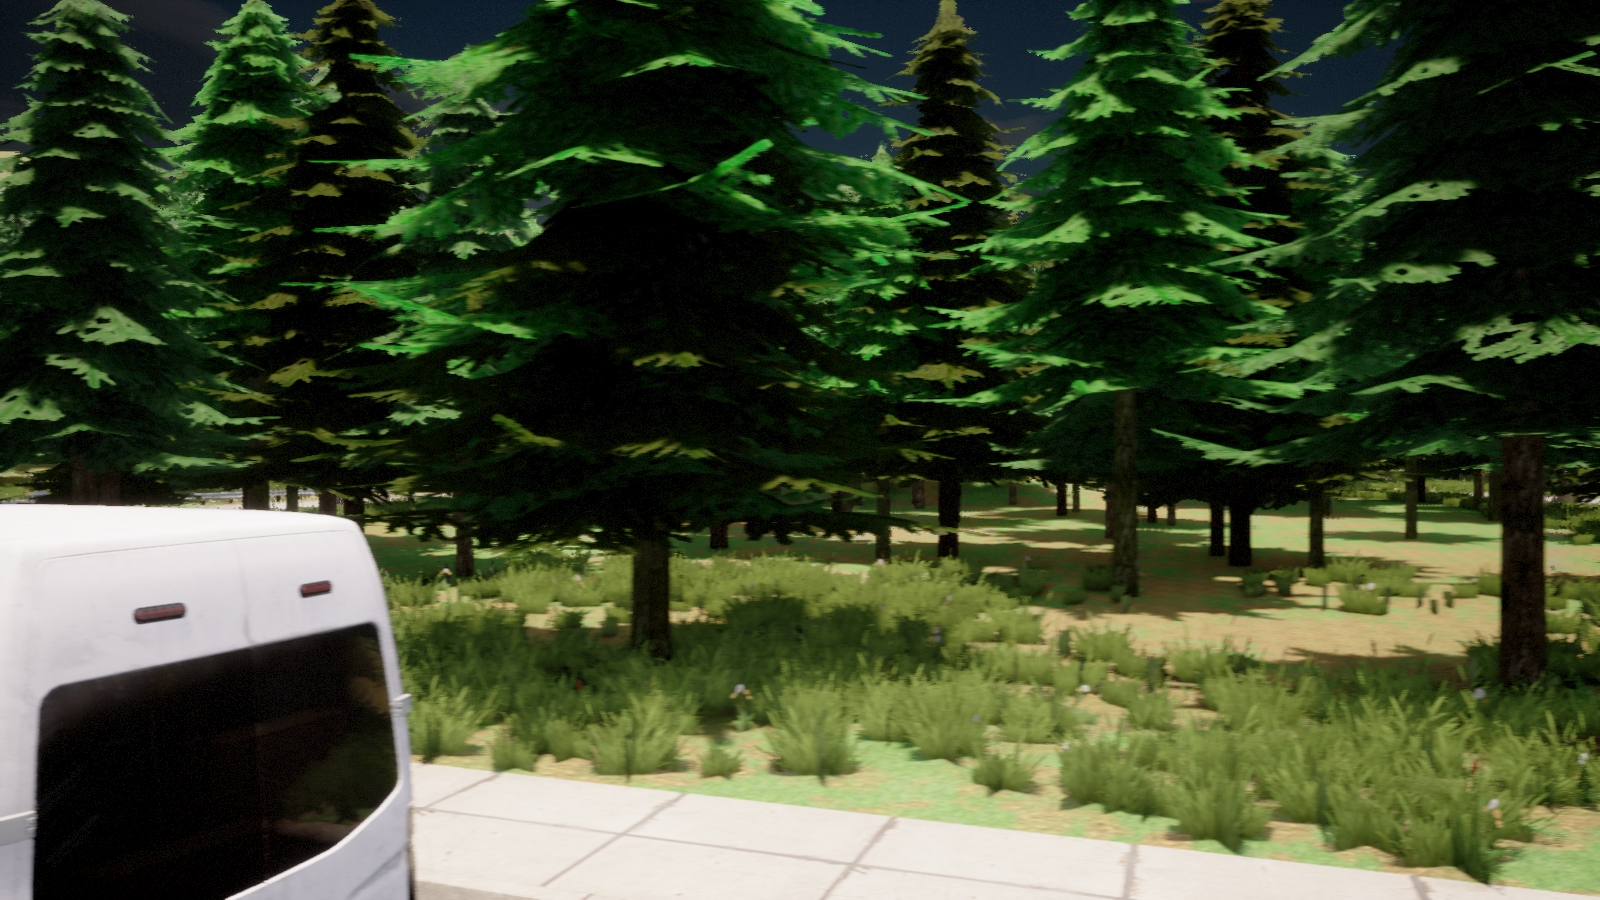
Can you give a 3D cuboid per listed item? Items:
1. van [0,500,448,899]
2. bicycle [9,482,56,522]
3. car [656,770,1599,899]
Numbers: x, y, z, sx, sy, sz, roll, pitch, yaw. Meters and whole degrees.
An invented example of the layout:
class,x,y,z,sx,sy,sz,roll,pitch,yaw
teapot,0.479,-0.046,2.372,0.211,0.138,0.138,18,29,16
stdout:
class,x,y,z,sx,sy,sz,roll,pitch,yaw
van,-4.638,1.535,4.995,5.915,2.561,1.988,0,0,20
bicycle,-30.332,2.034,45.172,0.373,1.496,1.643,0,0,19
car,1.626,2.000,2.706,3.988,1.617,1.851,0,0,20
